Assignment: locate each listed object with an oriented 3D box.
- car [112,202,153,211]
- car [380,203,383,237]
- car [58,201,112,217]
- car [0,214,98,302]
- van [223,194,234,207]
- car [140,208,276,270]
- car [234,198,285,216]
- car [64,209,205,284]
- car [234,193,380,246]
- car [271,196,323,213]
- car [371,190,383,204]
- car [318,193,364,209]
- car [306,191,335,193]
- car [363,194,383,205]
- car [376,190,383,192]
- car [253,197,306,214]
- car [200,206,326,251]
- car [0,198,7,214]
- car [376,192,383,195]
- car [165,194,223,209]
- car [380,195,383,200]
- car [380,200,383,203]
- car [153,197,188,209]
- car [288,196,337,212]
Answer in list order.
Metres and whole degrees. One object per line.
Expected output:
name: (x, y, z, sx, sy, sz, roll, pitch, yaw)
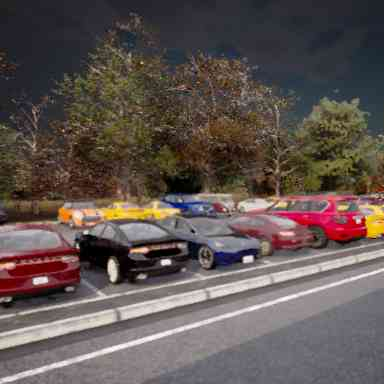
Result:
car: (-5.117, 1.486, 23.821, 2.097, 1.535, 5.008, -1, 0, -35)
car: (7.084, 1.423, 16.401, 2.097, 1.535, 5.008, -1, 0, -35)
car: (-7.420, 1.387, 22.251, 2.185, 1.767, 4.553, 0, 0, -35)
car: (-4.320, 1.546, 8.405, 2.097, 1.535, 5.008, 0, 0, -35)
van: (1.886, 1.162, 28.595, 1.878, 1.987, 4.442, -1, 0, -35)
car: (0.260, 1.544, 11.587, 2.163, 1.488, 4.792, -1, 0, -35)
car: (6.381, 1.364, 31.891, 2.002, 1.452, 4.674, -1, 0, -35)
car: (-2.036, 1.534, 10.007, 2.097, 1.535, 5.008, 0, 0, -35)
car: (4.784, 1.204, 14.829, 2.435, 2.045, 5.566, -1, 0, -35)
car: (10.939, 1.259, 35.092, 2.231, 1.521, 4.892, -1, 0, -35)
car: (29.198, 0.726, 47.851, 2.435, 2.045, 5.566, -1, 1, -35)
car: (17.800, 1.030, 39.855, 2.185, 1.767, 4.553, -1, 1, -35)
car: (15.517, 0.940, 38.259, 2.435, 2.045, 5.566, -1, 0, -35)
car: (26.900, 1.013, 46.280, 2.097, 1.535, 5.008, -1, 1, -35)
car: (24.640, 0.925, 44.650, 2.185, 1.767, 4.553, -1, 1, -35)
car: (8.659, 1.291, 33.492, 2.097, 1.535, 5.008, -1, 0, -35)
car: (2.525, 1.527, 13.208, 2.002, 1.452, 4.674, -1, 0, -35)
car: (-11.988, 1.291, 19.045, 2.435, 2.045, 5.566, 0, 0, -35)
car: (22.346, 1.086, 43.075, 2.097, 1.535, 5.008, -1, 1, -35)
car: (-0.445, 1.169, 27.068, 2.435, 2.045, 5.566, -1, 0, -35)
car: (11.553, 1.235, 19.502, 2.185, 1.767, 4.553, -1, 0, -35)
car: (9.253, 1.388, 18.155, 1.946, 1.575, 5.366, -1, 0, -35)
car: (-2.845, 1.449, 25.646, 1.946, 1.575, 5.366, -1, 0, -35)
car: (13.205, 1.254, 36.707, 2.163, 1.488, 4.792, -1, 1, -35)
